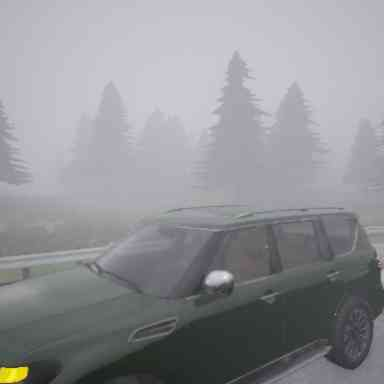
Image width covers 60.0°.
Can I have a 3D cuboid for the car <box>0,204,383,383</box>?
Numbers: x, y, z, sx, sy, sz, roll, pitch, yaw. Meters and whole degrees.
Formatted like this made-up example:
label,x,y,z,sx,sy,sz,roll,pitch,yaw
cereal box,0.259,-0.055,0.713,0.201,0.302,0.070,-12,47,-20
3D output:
label,x,y,z,sx,sy,sz,roll,pitch,yaw
car,0.238,1.224,4.156,5.566,2.045,2.150,0,0,-36
